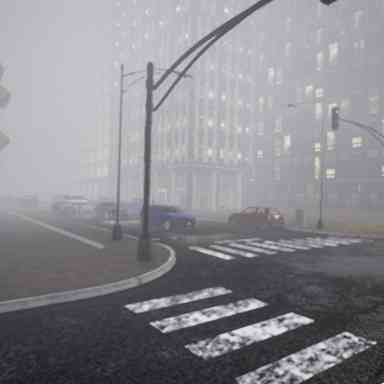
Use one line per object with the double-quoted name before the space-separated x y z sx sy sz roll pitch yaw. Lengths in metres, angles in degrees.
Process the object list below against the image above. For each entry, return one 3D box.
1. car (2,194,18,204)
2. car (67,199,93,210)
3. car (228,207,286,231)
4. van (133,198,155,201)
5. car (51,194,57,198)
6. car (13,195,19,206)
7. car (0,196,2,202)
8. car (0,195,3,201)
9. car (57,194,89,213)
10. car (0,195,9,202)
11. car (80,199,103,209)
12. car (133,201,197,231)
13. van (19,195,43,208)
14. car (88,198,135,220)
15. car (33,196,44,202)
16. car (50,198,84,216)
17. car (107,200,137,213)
"car" -31.920 1.257 59.526 2.192 1.841 5.009 2 -1 -35
"car" -15.868 1.690 46.807 2.033 1.411 5.357 2 -1 -35
"car" 4.332 1.706 22.916 1.967 1.590 4.097 2 -1 -35
"van" -5.474 1.584 36.736 1.690 1.788 3.998 2 -1 -35
"car" -21.925 1.352 55.275 2.150 2.045 5.566 2 -1 -35
"car" -25.388 1.534 50.308 1.802 1.307 4.206 2 -1 -35
"car" -38.466 1.499 68.734 1.947 1.339 4.313 2 -1 -35
"car" -48.175 1.450 82.414 1.752 1.417 4.829 2 -1 -35
"car" -13.216 1.275 37.674 2.150 2.045 5.566 2 -1 -35
"car" -41.734 1.480 73.340 2.008 1.369 4.403 2 -1 -35
"car" -15.288 1.789 50.551 1.947 1.339 4.313 2 -1 -35
"car" -1.609 1.557 21.282 1.882 1.535 5.008 2 -1 -36
"van" -22.112 1.299 45.706 1.690 1.788 3.998 2 -1 -35
"car" -7.075 1.571 28.985 1.837 1.490 4.892 2 -1 -35
"car" -38.175 1.775 82.793 1.802 1.307 4.206 2 -1 -35
"car" -12.310 1.528 31.884 2.008 1.369 4.403 2 -1 -35
"car" -8.749 1.787 41.339 2.008 1.369 4.403 2 -1 -35
